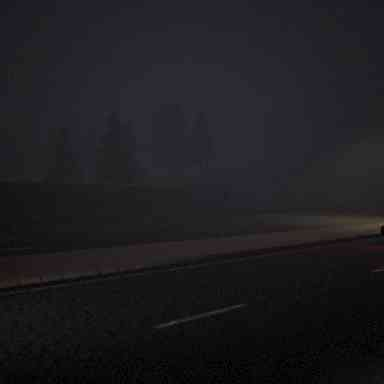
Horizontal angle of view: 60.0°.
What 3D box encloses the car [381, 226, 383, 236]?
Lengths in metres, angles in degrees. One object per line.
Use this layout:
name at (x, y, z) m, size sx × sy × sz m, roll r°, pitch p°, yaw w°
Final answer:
car at (11.128, 1.798, 15.982) m, size 4.718 × 1.301 × 1.895 m, roll 1°, pitch 0°, yaw -35°
